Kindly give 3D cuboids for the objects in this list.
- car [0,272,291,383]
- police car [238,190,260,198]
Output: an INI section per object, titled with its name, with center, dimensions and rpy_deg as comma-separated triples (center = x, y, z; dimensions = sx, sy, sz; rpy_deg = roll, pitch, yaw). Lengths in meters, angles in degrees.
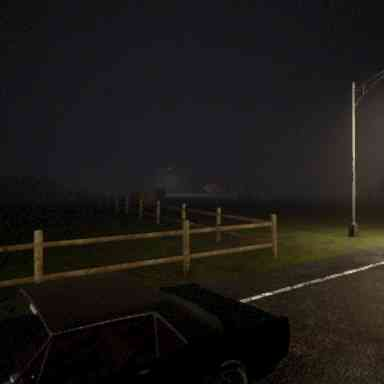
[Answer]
[car]
center = -1.305, 1.596, 3.061
dimensions = 4.718, 1.301, 1.895
rpy_deg = 0, 0, -36
[police car]
center = 11.386, 0.480, 66.323
dimensions = 2.038, 1.542, 4.974
rpy_deg = 1, 1, -32
